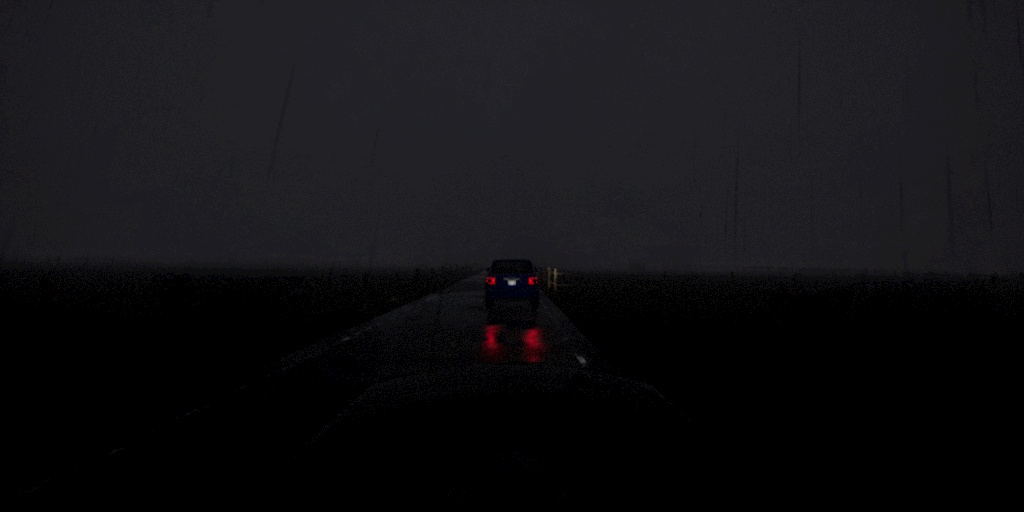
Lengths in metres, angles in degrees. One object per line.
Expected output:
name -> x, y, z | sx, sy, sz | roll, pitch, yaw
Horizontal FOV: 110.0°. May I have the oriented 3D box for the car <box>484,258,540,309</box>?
car -> -0.002, 1.100, 15.862 | 2.150, 2.045, 5.566 | 0, 0, 0
